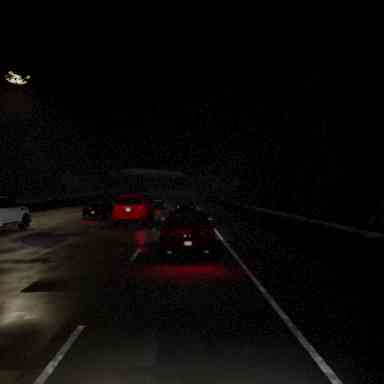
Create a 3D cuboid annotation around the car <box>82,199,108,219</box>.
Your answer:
[{"bbox_3d":[-7.573,1.357,27.645,1.882,1.535,5.008,0,1,-1],"label":"car"}]

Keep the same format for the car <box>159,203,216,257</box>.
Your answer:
[{"bbox_3d":[-0.190,1.436,12.849,1.882,1.535,5.008,0,0,-1],"label":"car"}]

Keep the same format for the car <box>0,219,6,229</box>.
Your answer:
[{"bbox_3d":[-7.080,1.625,8.528,1.895,1.301,4.718,0,0,-1],"label":"car"}]

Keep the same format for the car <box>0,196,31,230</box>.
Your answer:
[{"bbox_3d":[-10.825,1.217,17.921,2.150,2.045,5.566,0,1,-1],"label":"car"}]

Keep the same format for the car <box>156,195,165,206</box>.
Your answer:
[{"bbox_3d":[-4.426,1.163,41.368,2.128,1.511,4.902,0,1,-1],"label":"car"}]

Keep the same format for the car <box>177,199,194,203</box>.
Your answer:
[{"bbox_3d":[-0.695,1.377,32.475,1.895,1.301,4.718,0,1,-1],"label":"car"}]

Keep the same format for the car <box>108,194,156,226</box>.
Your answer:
[{"bbox_3d":[-3.960,1.128,22.988,2.150,2.045,5.566,0,1,-1],"label":"car"}]
